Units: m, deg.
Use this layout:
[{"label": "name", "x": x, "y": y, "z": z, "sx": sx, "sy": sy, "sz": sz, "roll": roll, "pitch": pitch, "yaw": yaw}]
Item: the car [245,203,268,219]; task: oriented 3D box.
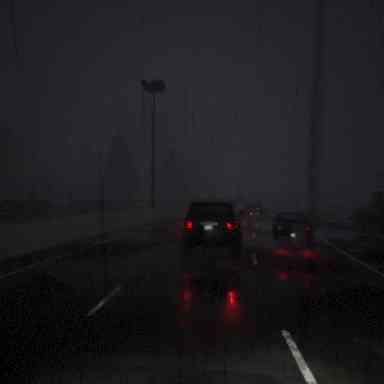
[{"label": "car", "x": 6.386, "y": 1.818, "z": 33.213, "sx": 2.128, "sy": 1.511, "sz": 4.902, "roll": 0, "pitch": -1, "yaw": 21}]

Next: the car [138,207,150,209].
[{"label": "car", "x": -6.427, "y": 1.889, "z": 47.795, "sx": 1.882, "sy": 1.535, "sz": 5.008, "roll": 0, "pitch": -1, "yaw": 27}]

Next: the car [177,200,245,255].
[{"label": "car", "x": 1.022, "y": 1.355, "z": 14.201, "sx": 2.150, "sy": 2.045, "sz": 5.566, "roll": 0, "pitch": -1, "yaw": 9}]

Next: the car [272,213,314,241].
[{"label": "car", "x": 5.321, "y": 1.786, "z": 18.061, "sx": 1.895, "sy": 1.301, "sz": 4.718, "roll": 0, "pitch": -1, "yaw": 12}]
